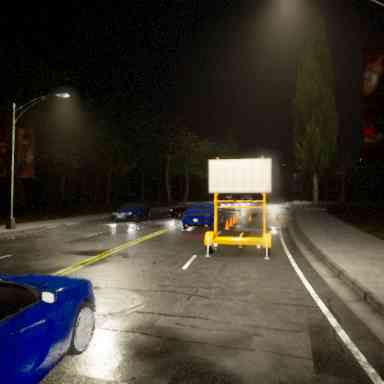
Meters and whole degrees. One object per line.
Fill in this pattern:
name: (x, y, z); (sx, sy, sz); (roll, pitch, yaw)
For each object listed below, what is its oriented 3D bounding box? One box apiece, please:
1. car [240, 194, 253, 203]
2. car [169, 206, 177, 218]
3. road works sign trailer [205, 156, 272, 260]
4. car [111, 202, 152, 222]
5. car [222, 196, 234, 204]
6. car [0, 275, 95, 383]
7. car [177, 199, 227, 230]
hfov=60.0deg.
car: (11.333, 1.412, 68.943); (2.097, 1.767, 4.553); (0, 0, 17)
car: (-0.443, 1.615, 29.825); (1.895, 1.301, 4.718); (0, 0, 16)
road works sign trailer: (1.828, 0.454, 12.632); (2.380, 3.560, 2.880); (0, 0, 13)
car: (-4.707, 1.561, 26.747); (1.812, 1.442, 4.674); (0, 0, 16)
car: (7.073, 1.562, 66.123); (2.128, 1.511, 4.902); (0, 0, 17)
car: (-2.582, 1.480, 3.111); (1.882, 1.535, 5.008); (0, 0, 6)
car: (0.809, 1.471, 21.316); (1.882, 1.535, 5.008); (0, 0, 14)
